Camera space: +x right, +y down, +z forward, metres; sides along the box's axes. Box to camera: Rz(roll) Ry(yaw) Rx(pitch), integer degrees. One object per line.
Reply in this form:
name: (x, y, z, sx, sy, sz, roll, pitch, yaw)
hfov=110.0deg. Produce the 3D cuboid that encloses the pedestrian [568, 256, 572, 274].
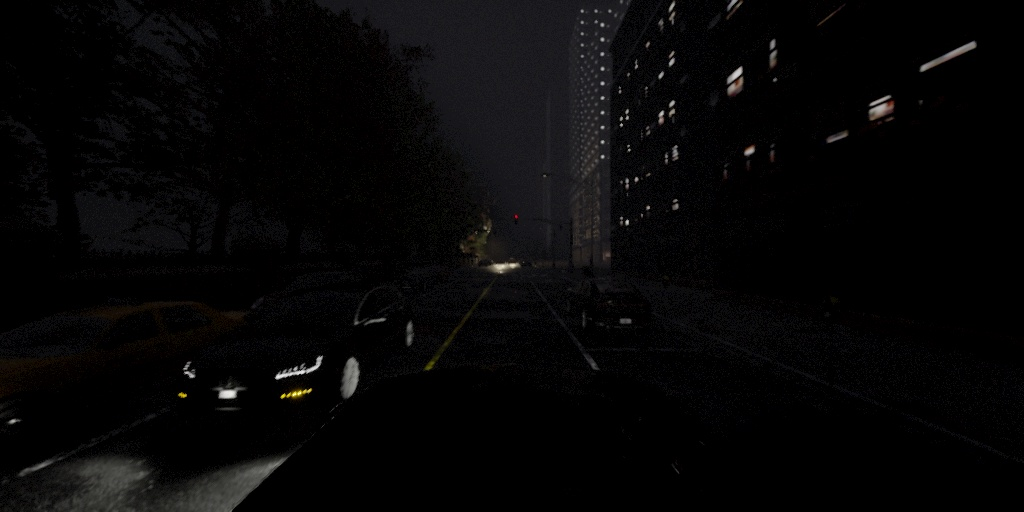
pedestrian: (6.143, 0.928, 37.767, 0.375, 1.860, 0.375, 0, 0, 0)

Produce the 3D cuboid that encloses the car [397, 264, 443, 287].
car: (-5.765, 1.324, 21.753, 2.007, 1.370, 4.403, 0, 0, 0)

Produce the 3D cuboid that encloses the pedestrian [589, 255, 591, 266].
pedestrian: (8.143, 0.823, 37.167, 0.375, 1.860, 0.375, 0, 0, 0)

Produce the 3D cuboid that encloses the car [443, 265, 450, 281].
car: (-5.815, 1.326, 27.293, 1.888, 1.381, 4.507, 0, 0, 0)

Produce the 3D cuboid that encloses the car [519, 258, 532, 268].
car: (2.703, 1.412, 65.209, 1.948, 1.339, 4.313, 0, 0, 0)

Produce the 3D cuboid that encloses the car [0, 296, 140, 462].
car: (-5.691, 1.279, 4.968, 1.751, 1.417, 4.829, 0, 0, 0)

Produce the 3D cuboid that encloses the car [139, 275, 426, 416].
car: (-3.100, 1.260, 6.340, 1.837, 1.490, 4.892, 0, 0, 0)

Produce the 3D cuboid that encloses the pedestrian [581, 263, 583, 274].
pedestrian: (7.142, 1.277, 36.565, 0.500, 1.100, 0.500, 0, 0, 0)

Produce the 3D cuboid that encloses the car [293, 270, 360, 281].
car: (-5.690, 1.200, 10.678, 1.967, 1.591, 4.097, 0, 0, 0)

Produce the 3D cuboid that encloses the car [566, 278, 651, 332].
car: (2.690, 1.310, 10.678, 2.007, 1.370, 4.403, 0, 0, 0)
